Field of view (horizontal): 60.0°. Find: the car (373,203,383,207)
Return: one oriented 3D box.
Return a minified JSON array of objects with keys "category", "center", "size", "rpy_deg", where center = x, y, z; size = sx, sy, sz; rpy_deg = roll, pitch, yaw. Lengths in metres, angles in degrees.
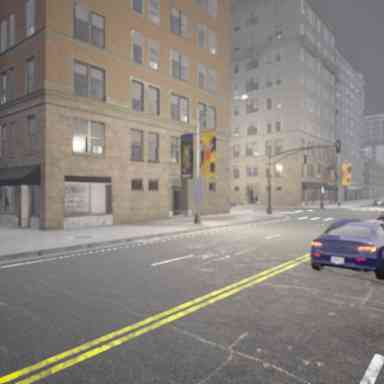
[{"category":"car","center":[10.812,1.466,17.038],"size":[1.837,1.490,4.892],"rpy_deg":[0,0,39]}]

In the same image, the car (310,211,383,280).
[{"category":"car","center":[5.028,1.504,9.950],"size":[1.812,1.442,4.674],"rpy_deg":[0,0,39]}]

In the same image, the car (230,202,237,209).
[{"category":"car","center":[3.263,1.513,41.920],"size":[4.718,1.301,1.895],"rpy_deg":[0,0,40]}]

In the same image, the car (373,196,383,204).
[{"category":"car","center":[27.574,1.394,48.161],"size":[2.128,1.511,4.902],"rpy_deg":[0,0,38]}]
